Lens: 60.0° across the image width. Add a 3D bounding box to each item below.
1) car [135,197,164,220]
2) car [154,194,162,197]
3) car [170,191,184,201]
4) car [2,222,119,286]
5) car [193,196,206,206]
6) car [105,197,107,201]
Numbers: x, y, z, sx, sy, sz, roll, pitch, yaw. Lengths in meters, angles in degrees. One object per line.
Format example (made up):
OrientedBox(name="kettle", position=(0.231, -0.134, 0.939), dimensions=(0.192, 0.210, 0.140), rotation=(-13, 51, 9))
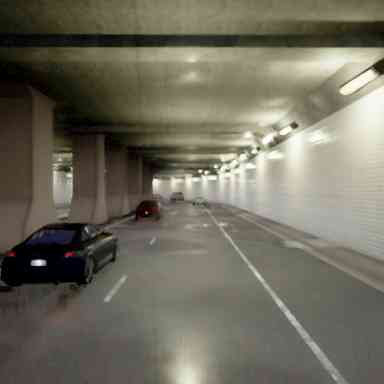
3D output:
OrientedBox(name="car", position=(-3.399, 1.402, 27.302), dimensions=(1.882, 1.535, 5.008), rotation=(0, 0, 0))
OrientedBox(name="car", position=(-9.408, 1.186, 89.300), dimensions=(1.812, 1.442, 4.674), rotation=(0, 0, -26))
OrientedBox(name="car", position=(-3.284, 0.870, 72.864), dimensions=(2.150, 2.045, 5.566), rotation=(0, 0, -16))
OrientedBox(name="car", position=(-3.401, 1.538, 9.379), dimensions=(1.994, 1.385, 4.181), rotation=(0, 0, 0))
OrientedBox(name="car", position=(1.121, 1.382, 52.449), dimensions=(1.812, 1.442, 4.674), rotation=(0, 0, -3))
OrientedBox(name="car", position=(-14.524, 1.448, 55.909), dimensions=(1.895, 1.301, 4.718), rotation=(0, 0, -5))
